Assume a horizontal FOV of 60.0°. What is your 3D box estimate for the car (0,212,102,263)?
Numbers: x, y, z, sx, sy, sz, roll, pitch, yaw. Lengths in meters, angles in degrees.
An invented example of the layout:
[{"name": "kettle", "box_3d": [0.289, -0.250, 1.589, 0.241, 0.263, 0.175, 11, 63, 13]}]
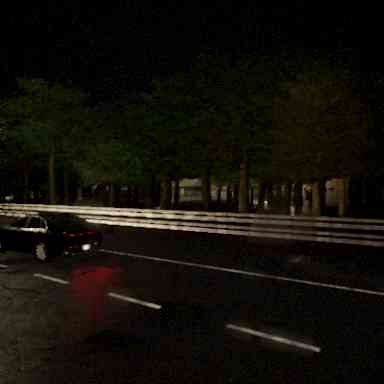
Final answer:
[{"name": "car", "box_3d": [-5.332, 1.508, 11.987, 4.892, 1.490, 1.837, 0, 0, 36]}]
